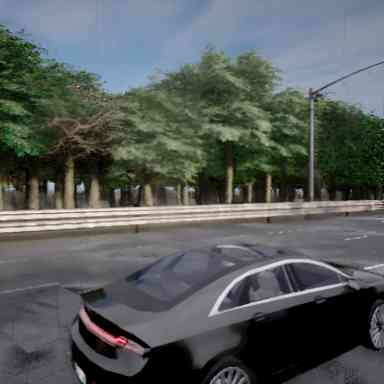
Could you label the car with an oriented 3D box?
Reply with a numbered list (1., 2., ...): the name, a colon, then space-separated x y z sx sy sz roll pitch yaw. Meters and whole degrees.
1. car: 0.924 1.476 4.522 4.902 1.511 2.128 0 0 -36
